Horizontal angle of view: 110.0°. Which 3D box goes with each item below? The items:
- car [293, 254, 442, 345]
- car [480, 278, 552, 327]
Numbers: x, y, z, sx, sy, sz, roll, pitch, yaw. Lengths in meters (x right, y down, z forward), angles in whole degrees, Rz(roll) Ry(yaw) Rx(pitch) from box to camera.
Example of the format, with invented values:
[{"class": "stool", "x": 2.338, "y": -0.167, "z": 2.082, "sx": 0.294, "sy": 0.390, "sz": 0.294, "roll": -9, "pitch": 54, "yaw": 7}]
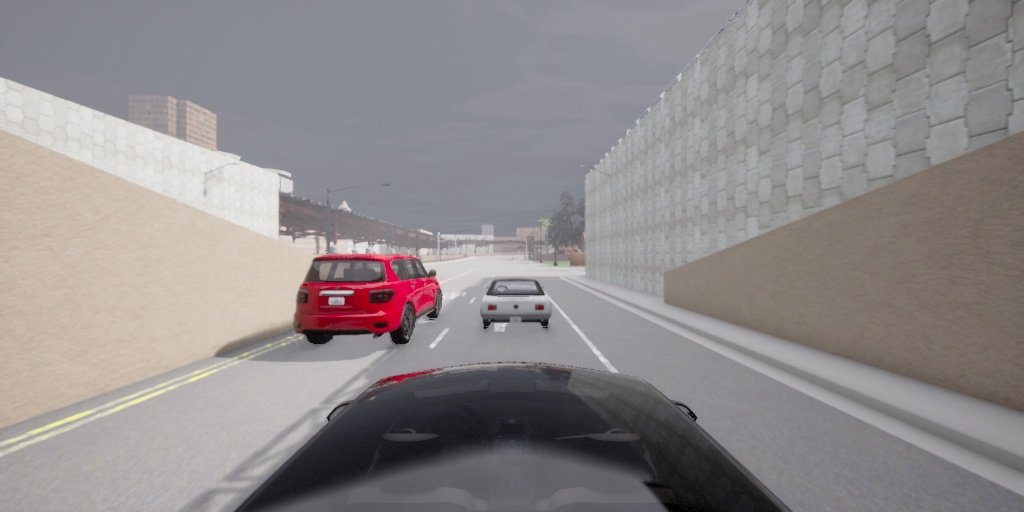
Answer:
[{"class": "car", "x": -3.403, "y": 0.964, "z": 9.627, "sx": 2.150, "sy": 2.045, "sz": 5.566, "roll": 0, "pitch": 0, "yaw": 0}, {"class": "car", "x": 0.100, "y": 1.342, "z": 11.389, "sx": 1.895, "sy": 1.301, "sz": 4.718, "roll": 0, "pitch": 0, "yaw": 0}]
